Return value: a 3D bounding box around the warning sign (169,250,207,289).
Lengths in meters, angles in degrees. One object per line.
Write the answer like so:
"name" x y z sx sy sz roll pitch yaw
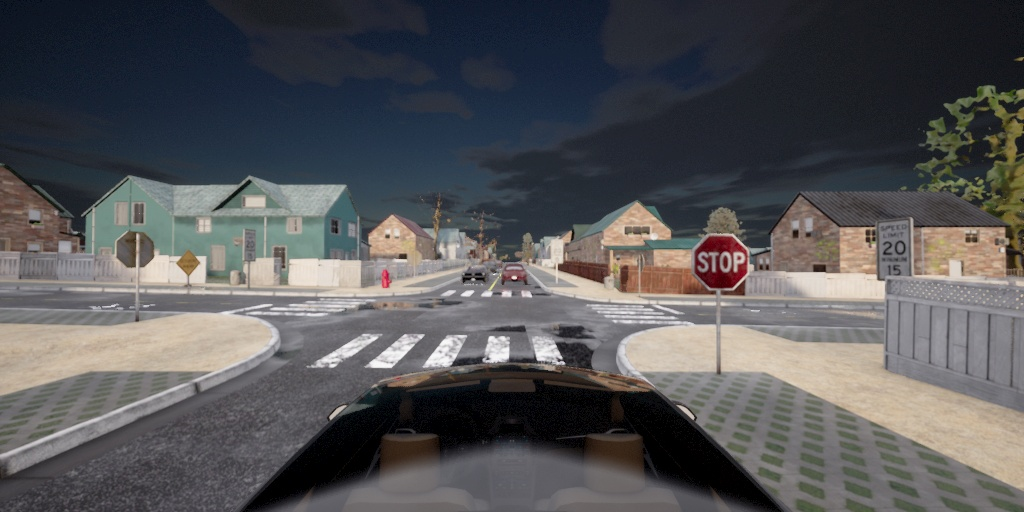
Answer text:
"warning sign" -15.743 0.620 17.424 1.060 1.860 1.300 0 0 0

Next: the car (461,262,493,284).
"car" -2.772 1.396 27.945 1.895 1.301 4.718 0 0 0

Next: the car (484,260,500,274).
"car" -2.722 1.348 43.286 1.837 1.490 4.892 0 0 0

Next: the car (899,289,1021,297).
"car" 18.548 1.742 14.900 4.892 1.490 1.837 1 -1 0

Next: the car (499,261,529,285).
"car" 0.175 1.318 26.828 1.812 1.442 4.674 0 0 0
